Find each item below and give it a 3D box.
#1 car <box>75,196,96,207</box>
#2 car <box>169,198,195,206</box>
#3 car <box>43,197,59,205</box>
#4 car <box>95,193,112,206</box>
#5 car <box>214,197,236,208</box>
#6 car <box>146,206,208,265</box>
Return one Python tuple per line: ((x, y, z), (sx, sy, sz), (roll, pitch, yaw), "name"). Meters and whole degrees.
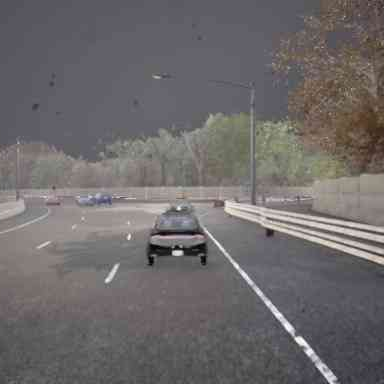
((-16.788, 1.531, 51.571), (2.033, 1.411, 5.357), (0, 0, -27), "car")
((-0.865, 1.312, 27.668), (2.097, 1.767, 4.553), (0, 0, 3), "car")
((-24.168, 1.568, 57.082), (1.994, 1.385, 4.181), (0, 0, -32), "car")
((-15.109, 1.192, 55.757), (2.150, 2.045, 5.566), (0, 0, -29), "car")
((4.694, 1.388, 45.217), (1.882, 1.535, 5.008), (-1, 0, 29), "car")
((-0.523, 1.475, 11.643), (2.128, 1.511, 4.902), (0, 0, -3), "car")
